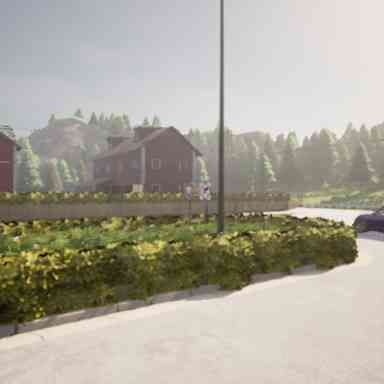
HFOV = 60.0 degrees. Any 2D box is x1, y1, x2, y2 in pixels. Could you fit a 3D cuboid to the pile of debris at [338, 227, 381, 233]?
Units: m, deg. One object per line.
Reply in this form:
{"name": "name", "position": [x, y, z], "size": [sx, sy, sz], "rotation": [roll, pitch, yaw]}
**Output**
{"name": "pile of debris", "position": [10.123, 2.286, 20.135], "size": [1.500, 0.140, 1.860], "rotation": [0, 0, -35]}

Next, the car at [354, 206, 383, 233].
{"name": "car", "position": [10.993, 1.459, 17.934], "size": [2.097, 1.767, 4.553], "rotation": [0, 0, -15]}

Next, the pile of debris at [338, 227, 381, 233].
{"name": "pile of debris", "position": [10.123, 2.286, 20.135], "size": [1.500, 0.140, 1.860], "rotation": [0, 0, -35]}
